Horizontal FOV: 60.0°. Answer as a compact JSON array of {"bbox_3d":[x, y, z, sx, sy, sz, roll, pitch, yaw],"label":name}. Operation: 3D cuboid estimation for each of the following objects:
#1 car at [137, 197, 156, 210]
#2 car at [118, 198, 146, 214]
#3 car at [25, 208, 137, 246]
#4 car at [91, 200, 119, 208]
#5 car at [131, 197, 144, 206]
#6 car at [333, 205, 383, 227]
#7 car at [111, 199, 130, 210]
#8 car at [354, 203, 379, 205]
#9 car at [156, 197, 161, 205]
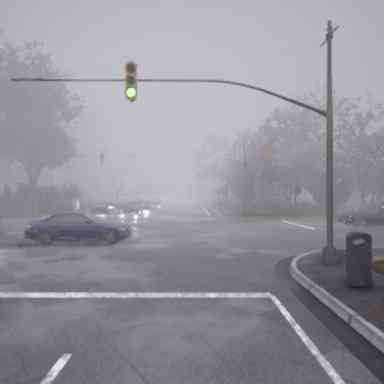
[{"bbox_3d":[-6.993,1.789,48.918,2.128,1.511,4.902,0,0,0],"label":"car"},{"bbox_3d":[-7.002,1.753,39.479,1.837,1.490,4.892,0,0,0],"label":"car"},{"bbox_3d":[-5.124,1.623,15.257,4.674,1.442,1.812,0,0,-3],"label":"car"},{"bbox_3d":[-10.499,1.797,39.741,2.033,1.411,5.357,0,0,0],"label":"car"},{"bbox_3d":[-10.650,1.843,65.659,1.837,1.490,4.892,0,0,-2],"label":"car"},{"bbox_3d":[12.816,1.748,23.336,4.718,1.301,1.895,0,0,-3],"label":"car"},{"bbox_3d":[-10.490,1.825,49.107,1.812,1.442,4.674,0,0,0],"label":"car"},{"bbox_3d":[13.768,1.661,26.895,4.902,1.511,2.128,0,0,-3],"label":"car"},{"bbox_3d":[-7.155,1.816,65.877,1.882,1.535,5.008,0,0,-2],"label":"car"}]
